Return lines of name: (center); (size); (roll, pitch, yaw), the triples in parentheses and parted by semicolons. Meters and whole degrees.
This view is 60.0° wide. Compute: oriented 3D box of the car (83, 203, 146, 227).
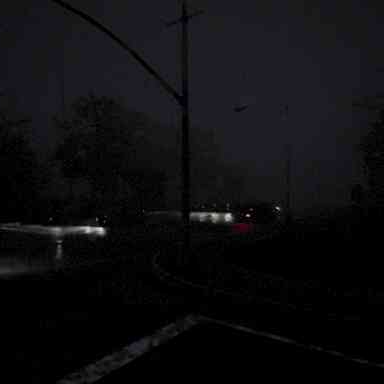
car: (-5.206, 1.621, 23.643); (1.994, 1.385, 4.181); (-1, 0, 33)

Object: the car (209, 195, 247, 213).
car: (4.303, 1.434, 38.455); (2.097, 1.767, 4.553); (-1, -1, 32)

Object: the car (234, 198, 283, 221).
car: (5.515, 1.513, 27.101); (1.837, 1.490, 4.892); (0, 0, 33)

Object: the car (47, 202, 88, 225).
car: (-8.445, 1.590, 25.108); (1.837, 1.490, 4.892); (-1, 1, 35)

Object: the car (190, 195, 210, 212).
car: (1.885, 1.337, 41.192); (2.150, 2.045, 5.566); (-1, 0, 32)

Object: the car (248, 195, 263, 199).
car: (10.370, 1.166, 54.540); (2.097, 1.767, 4.553); (-1, -1, 32)

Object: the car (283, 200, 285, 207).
car: (13.321, 1.636, 52.650); (1.994, 1.385, 4.181); (-1, -1, 32)
